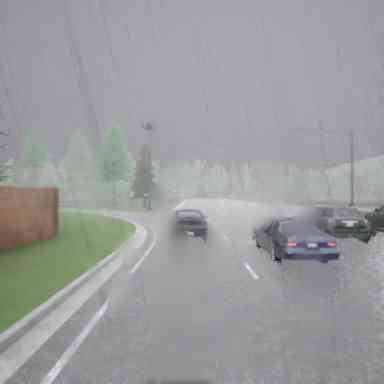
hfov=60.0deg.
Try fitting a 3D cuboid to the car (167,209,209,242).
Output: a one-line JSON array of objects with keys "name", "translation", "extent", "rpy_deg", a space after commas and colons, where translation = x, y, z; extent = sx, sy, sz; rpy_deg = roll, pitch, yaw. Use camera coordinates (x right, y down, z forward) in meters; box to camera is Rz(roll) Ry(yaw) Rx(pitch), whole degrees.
[{"name": "car", "translation": [-0.242, 1.664, 17.405], "extent": [1.837, 1.490, 4.892], "rpy_deg": [0, -1, -4]}]

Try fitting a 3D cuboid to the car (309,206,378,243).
[{"name": "car", "translation": [7.100, 1.508, 17.060], "extent": [2.097, 1.767, 4.553], "rpy_deg": [0, -1, 0]}]

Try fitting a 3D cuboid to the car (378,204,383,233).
[{"name": "car", "translation": [10.601, 1.370, 16.311], "extent": [2.150, 2.045, 5.566], "rpy_deg": [0, -1, 0]}]

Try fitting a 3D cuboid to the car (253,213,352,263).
[{"name": "car", "translation": [3.596, 1.661, 12.439], "extent": [2.033, 1.411, 5.357], "rpy_deg": [0, -1, 0]}]
